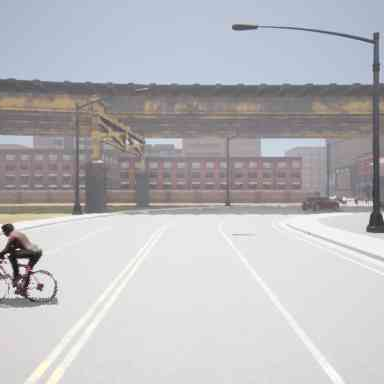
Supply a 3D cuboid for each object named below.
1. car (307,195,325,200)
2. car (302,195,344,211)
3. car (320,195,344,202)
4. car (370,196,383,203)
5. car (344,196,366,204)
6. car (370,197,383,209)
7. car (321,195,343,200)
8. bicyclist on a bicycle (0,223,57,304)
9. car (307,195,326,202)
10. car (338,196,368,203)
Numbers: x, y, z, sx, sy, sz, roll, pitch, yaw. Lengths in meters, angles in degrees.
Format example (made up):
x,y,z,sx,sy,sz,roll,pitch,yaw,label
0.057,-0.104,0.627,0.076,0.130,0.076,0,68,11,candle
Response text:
x,y,z,sx,sy,sz,roll,pitch,yaw,label
29.560,1.295,79.147,4.536,1.218,1.853,0,0,-39,car
15.574,1.352,40.130,4.553,1.767,2.097,0,0,-24,car
33.606,1.452,79.931,2.038,1.542,4.974,0,0,-34,car
32.253,1.295,58.206,1.853,1.218,4.536,0,0,31,car
29.183,1.452,60.320,2.038,1.542,4.974,0,0,-29,car
25.715,1.526,42.093,4.674,1.442,1.812,0,0,-3,car
33.635,1.295,79.888,1.853,1.218,4.536,0,0,-34,car
-3.527,1.453,6.675,1.656,1.620,0.582,0,0,0,bicyclist on a bicycle
29.600,1.452,79.180,4.974,1.542,2.038,0,0,-39,car
29.158,1.295,60.366,1.853,1.218,4.536,0,0,-29,car
